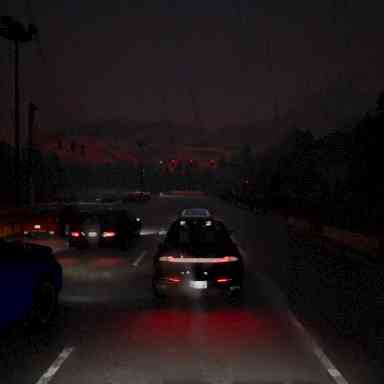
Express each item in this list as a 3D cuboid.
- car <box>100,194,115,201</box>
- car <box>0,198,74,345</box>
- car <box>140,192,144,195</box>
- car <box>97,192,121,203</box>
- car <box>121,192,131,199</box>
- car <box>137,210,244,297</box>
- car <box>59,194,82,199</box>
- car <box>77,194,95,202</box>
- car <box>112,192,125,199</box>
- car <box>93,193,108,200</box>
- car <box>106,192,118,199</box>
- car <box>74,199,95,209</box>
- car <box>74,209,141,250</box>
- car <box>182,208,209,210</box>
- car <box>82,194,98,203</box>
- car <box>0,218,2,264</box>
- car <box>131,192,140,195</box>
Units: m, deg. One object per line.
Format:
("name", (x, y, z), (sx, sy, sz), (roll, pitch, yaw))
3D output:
("car", (-17.092, 1.071, 67.352), (1.994, 1.385, 4.181), (0, 0, 0))
("car", (-3.385, 1.205, 3.563), (2.150, 2.045, 5.566), (0, 0, 0))
("car", (-13.479, 0.855, 84.707), (1.882, 1.535, 5.008), (0, 0, 0))
("car", (-13.755, 1.122, 55.407), (1.812, 1.442, 4.674), (0, 0, 1))
("car", (-13.649, 1.054, 64.470), (1.812, 1.442, 4.674), (0, 0, 1))
("car", (0.132, 1.439, 8.417), (2.128, 1.511, 4.902), (0, 0, 0))
("car", (-20.740, 1.072, 55.675), (1.882, 1.535, 5.008), (0, 0, 2))
("car", (-20.622, 1.125, 65.008), (1.895, 1.301, 4.718), (0, 0, 1))
("car", (-17.026, 0.786, 77.485), (2.097, 1.767, 4.553), (0, 0, 0))
("car", (-20.543, 0.928, 74.950), (1.882, 1.535, 5.008), (0, 0, 0))
("car", (-20.476, 0.852, 85.169), (1.882, 1.535, 5.008), (0, 0, 0))
("car", (-6.831, 1.359, 17.152), (1.882, 1.535, 5.008), (0, 0, 0))
("car", (-3.339, 1.455, 13.737), (2.033, 1.411, 5.357), (0, 0, 0))
("car", (0.186, 1.478, 17.747), (1.895, 1.301, 4.718), (0, 0, 0))
("car", (-17.232, 1.145, 57.376), (1.994, 1.385, 4.181), (0, 0, 1))
("car", (-6.876, 1.513, 8.167), (1.994, 1.385, 4.181), (0, 0, 1))
("car", (-13.545, 0.978, 74.491), (1.812, 1.442, 4.674), (0, 0, 0))
